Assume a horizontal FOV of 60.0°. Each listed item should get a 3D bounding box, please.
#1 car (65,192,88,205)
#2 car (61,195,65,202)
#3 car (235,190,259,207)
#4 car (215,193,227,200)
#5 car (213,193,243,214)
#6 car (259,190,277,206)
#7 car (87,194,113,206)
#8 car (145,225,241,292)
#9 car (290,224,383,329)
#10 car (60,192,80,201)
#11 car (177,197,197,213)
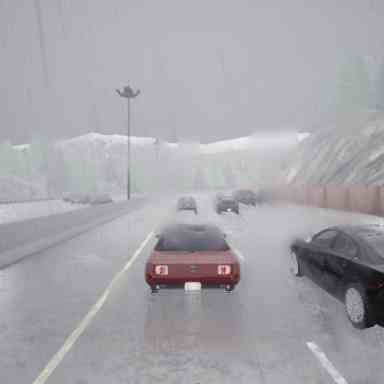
[{"bbox_3d":[-14.945,0.995,45.131,2.128,1.511,4.902,0,1,-1],"label":"car"},{"bbox_3d":[-18.591,0.970,52.698,2.033,1.411,5.357,0,1,-1],"label":"car"},{"bbox_3d":[6.324,0.768,41.101,2.150,2.045,5.566,0,0,-1],"label":"car"},{"bbox_3d":[5.798,0.835,66.392,1.994,1.385,4.181,0,1,-1],"label":"car"},{"bbox_3d":[3.062,1.174,30.208,1.837,1.490,4.892,0,1,-1],"label":"car"},{"bbox_3d":[9.755,0.728,44.682,2.150,2.045,5.566,0,0,-1],"label":"car"},{"bbox_3d":[-11.380,1.042,42.256,1.837,1.490,4.892,0,0,-1],"label":"car"},{"bbox_3d":[-0.015,1.505,8.644,1.895,1.301,4.718,0,1,-1],"label":"car"},{"bbox_3d":[3.541,1.401,6.833,1.882,1.535,5.008,0,1,-1],"label":"car"},{"bbox_3d":[-22.228,0.837,60.783,1.837,1.490,4.892,0,1,-1],"label":"car"},{"bbox_3d":[-0.483,1.194,32.148,2.033,1.411,5.357,0,1,-1],"label":"car"}]
